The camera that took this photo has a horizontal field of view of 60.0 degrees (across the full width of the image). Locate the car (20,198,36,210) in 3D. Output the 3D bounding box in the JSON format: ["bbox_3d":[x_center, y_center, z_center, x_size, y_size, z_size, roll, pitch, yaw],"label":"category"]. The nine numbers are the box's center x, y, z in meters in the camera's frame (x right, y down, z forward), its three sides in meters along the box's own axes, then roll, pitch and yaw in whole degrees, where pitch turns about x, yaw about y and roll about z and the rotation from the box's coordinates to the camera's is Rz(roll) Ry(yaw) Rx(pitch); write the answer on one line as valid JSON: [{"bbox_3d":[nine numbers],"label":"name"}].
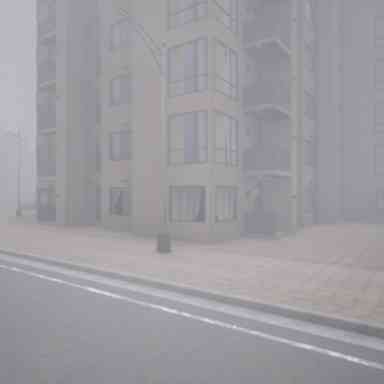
[{"bbox_3d":[-20.376,1.541,43.846,1.812,1.442,4.674,0,0,25],"label":"car"}]
